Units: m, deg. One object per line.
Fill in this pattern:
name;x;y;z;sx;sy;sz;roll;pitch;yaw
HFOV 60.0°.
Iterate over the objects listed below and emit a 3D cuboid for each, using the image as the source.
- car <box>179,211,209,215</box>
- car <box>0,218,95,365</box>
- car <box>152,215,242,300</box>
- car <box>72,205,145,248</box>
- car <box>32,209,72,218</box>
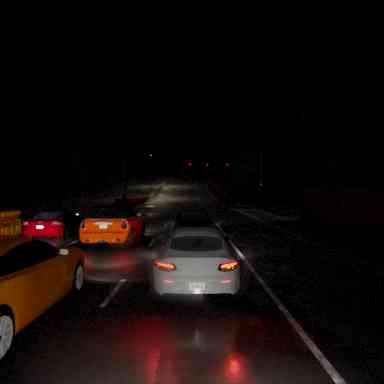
car;0.094;1.601;17.162;1.895;1.301;4.718;0;0;0
car;-3.403;1.478;5.749;1.882;1.535;5.008;0;0;0
car;0.094;1.526;8.273;1.812;1.442;4.674;0;0;0
car;-3.406;1.352;14.922;2.097;1.767;4.553;0;0;0
car;-6.906;1.564;17.118;1.994;1.385;4.181;0;0;0
